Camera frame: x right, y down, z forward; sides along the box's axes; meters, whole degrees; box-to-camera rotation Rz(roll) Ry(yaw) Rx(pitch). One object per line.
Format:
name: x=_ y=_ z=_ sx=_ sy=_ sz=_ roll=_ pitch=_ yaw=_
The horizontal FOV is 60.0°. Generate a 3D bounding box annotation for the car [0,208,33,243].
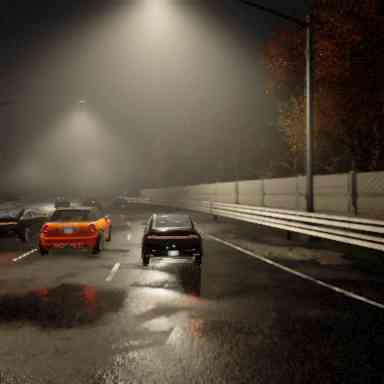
car: x=-8.419 y=1.522 z=16.075 sx=2.128 sy=1.511 sz=4.902 roll=0 pitch=0 yaw=-8

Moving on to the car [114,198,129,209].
car: x=-9.823 y=1.542 z=45.063 sx=1.837 sy=1.490 sz=4.892 roll=0 pitch=0 yaw=-23

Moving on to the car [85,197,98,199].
car: x=-13.626 y=1.403 z=44.964 sx=2.097 sy=1.767 sz=4.553 roll=0 pitch=0 yaw=-24

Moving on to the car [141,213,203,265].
car: x=-0.764 y=1.495 z=11.702 sx=2.128 sy=1.511 sz=4.902 roll=0 pitch=0 yaw=-6

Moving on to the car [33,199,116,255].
car: x=-4.558 y=1.369 z=13.653 sx=2.097 sy=1.767 sz=4.553 roll=0 pitch=0 yaw=-7

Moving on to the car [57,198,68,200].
car: x=-17.895 y=1.558 z=45.842 sx=2.128 sy=1.511 sz=4.902 roll=0 pitch=0 yaw=-26
